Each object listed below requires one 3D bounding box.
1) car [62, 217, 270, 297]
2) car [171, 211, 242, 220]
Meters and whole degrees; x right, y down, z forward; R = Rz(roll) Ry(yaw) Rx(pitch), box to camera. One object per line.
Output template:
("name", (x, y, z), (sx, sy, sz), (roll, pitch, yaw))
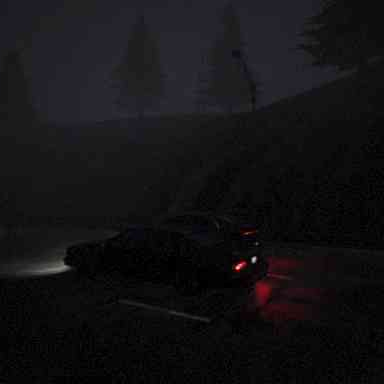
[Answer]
("car", (-0.834, 1.515, 8.437), (5.357, 1.411, 2.033), (0, 0, 30))
("car", (-0.014, 1.456, 11.877), (4.892, 1.490, 1.837), (0, 0, 30))
